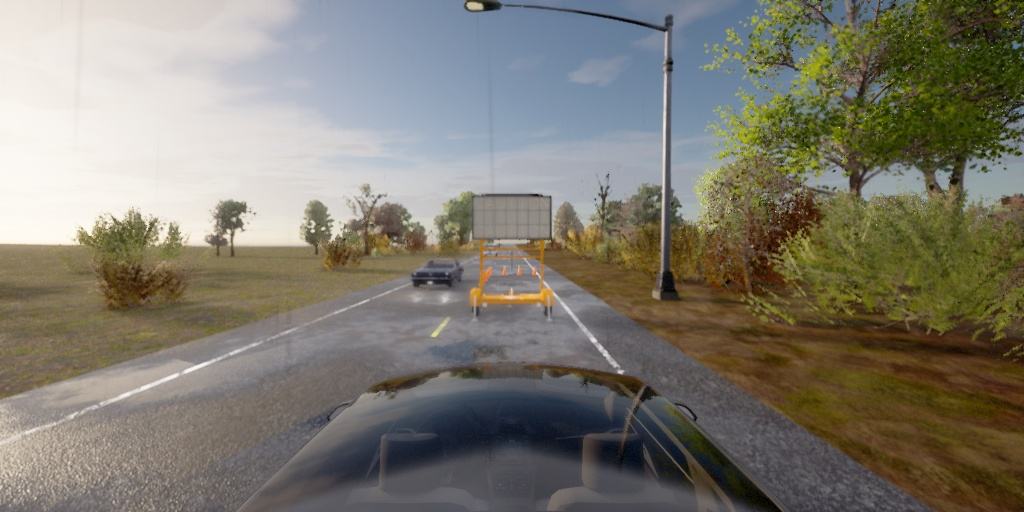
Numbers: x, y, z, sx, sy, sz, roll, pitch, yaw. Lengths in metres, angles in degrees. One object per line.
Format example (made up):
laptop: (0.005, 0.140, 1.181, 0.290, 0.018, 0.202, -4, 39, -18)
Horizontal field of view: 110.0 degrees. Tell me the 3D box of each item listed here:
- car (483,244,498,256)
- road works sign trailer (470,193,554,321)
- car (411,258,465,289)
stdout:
car: (-3.564, -1.054, 60.816, 2.150, 2.045, 5.566, 0, 2, 1)
road works sign trailer: (-0.003, -0.096, 11.016, 2.380, 3.560, 2.880, 0, 0, 0)
car: (-3.604, 0.804, 18.051, 1.895, 1.301, 4.718, 0, 2, 0)
